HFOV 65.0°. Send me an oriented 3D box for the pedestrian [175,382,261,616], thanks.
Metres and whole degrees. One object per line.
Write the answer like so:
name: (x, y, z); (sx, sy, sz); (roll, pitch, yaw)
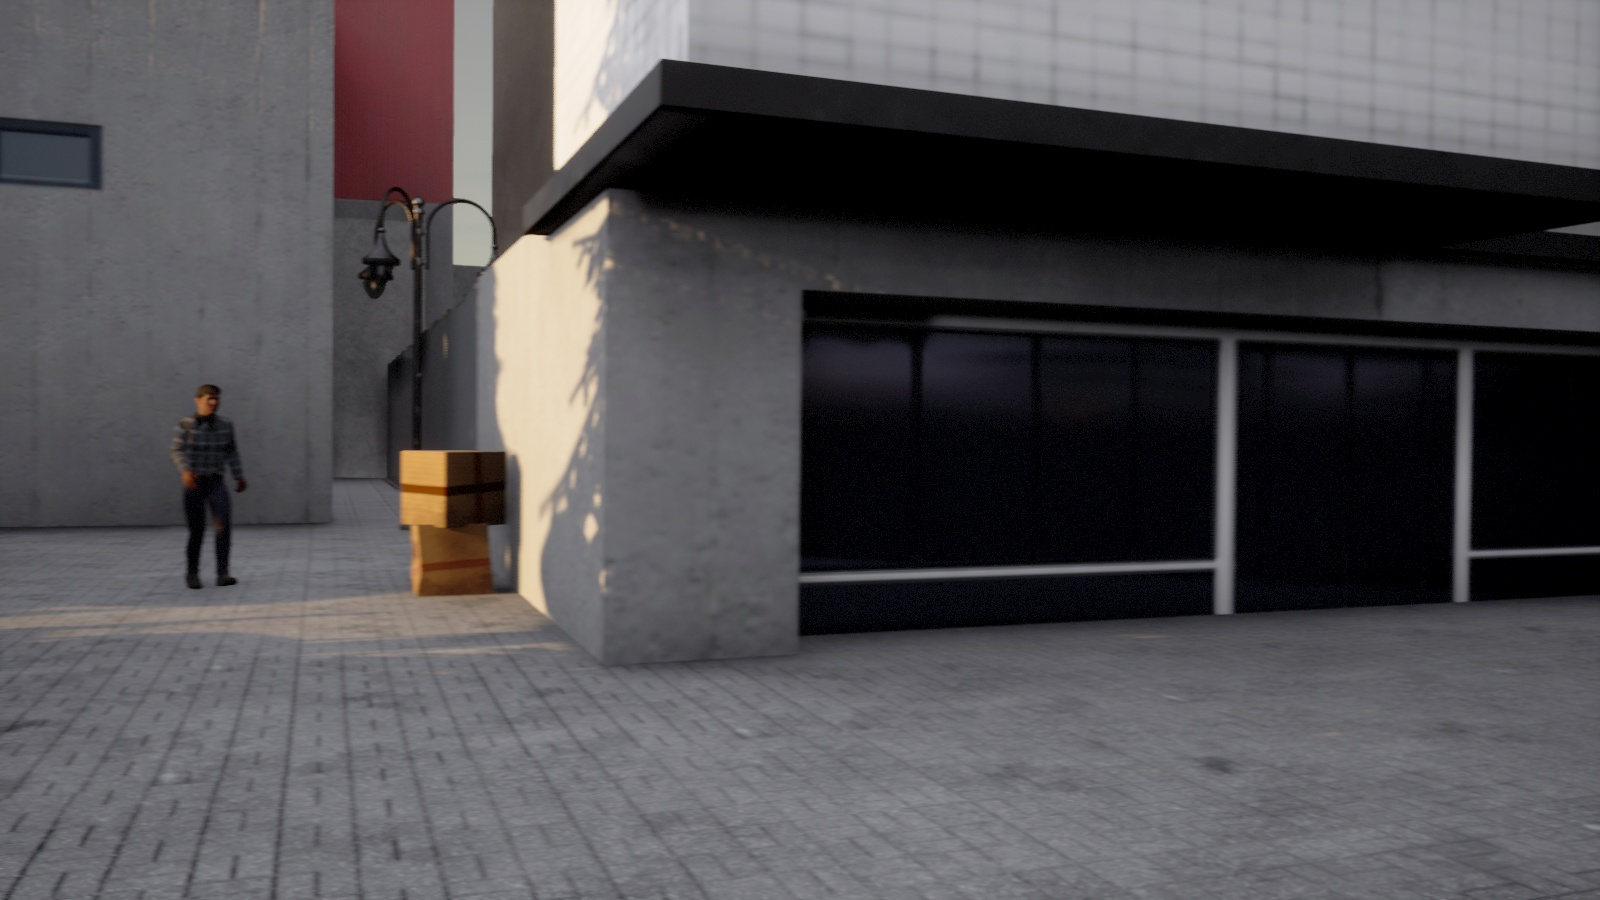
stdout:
pedestrian: (-5.069, 0.405, 10.924); (0.423, 1.949, 0.788); (-1, 1, -43)
